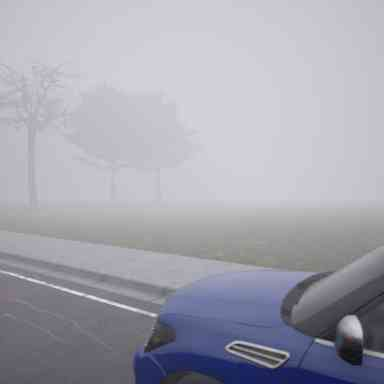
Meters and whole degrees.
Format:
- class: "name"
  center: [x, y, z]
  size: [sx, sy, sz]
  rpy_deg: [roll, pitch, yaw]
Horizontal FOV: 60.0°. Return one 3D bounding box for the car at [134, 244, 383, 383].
- class: "car"
  center: [2.139, 1.221, 2.169]
  size: [5.566, 2.045, 2.150]
  rpy_deg: [0, 0, 35]
